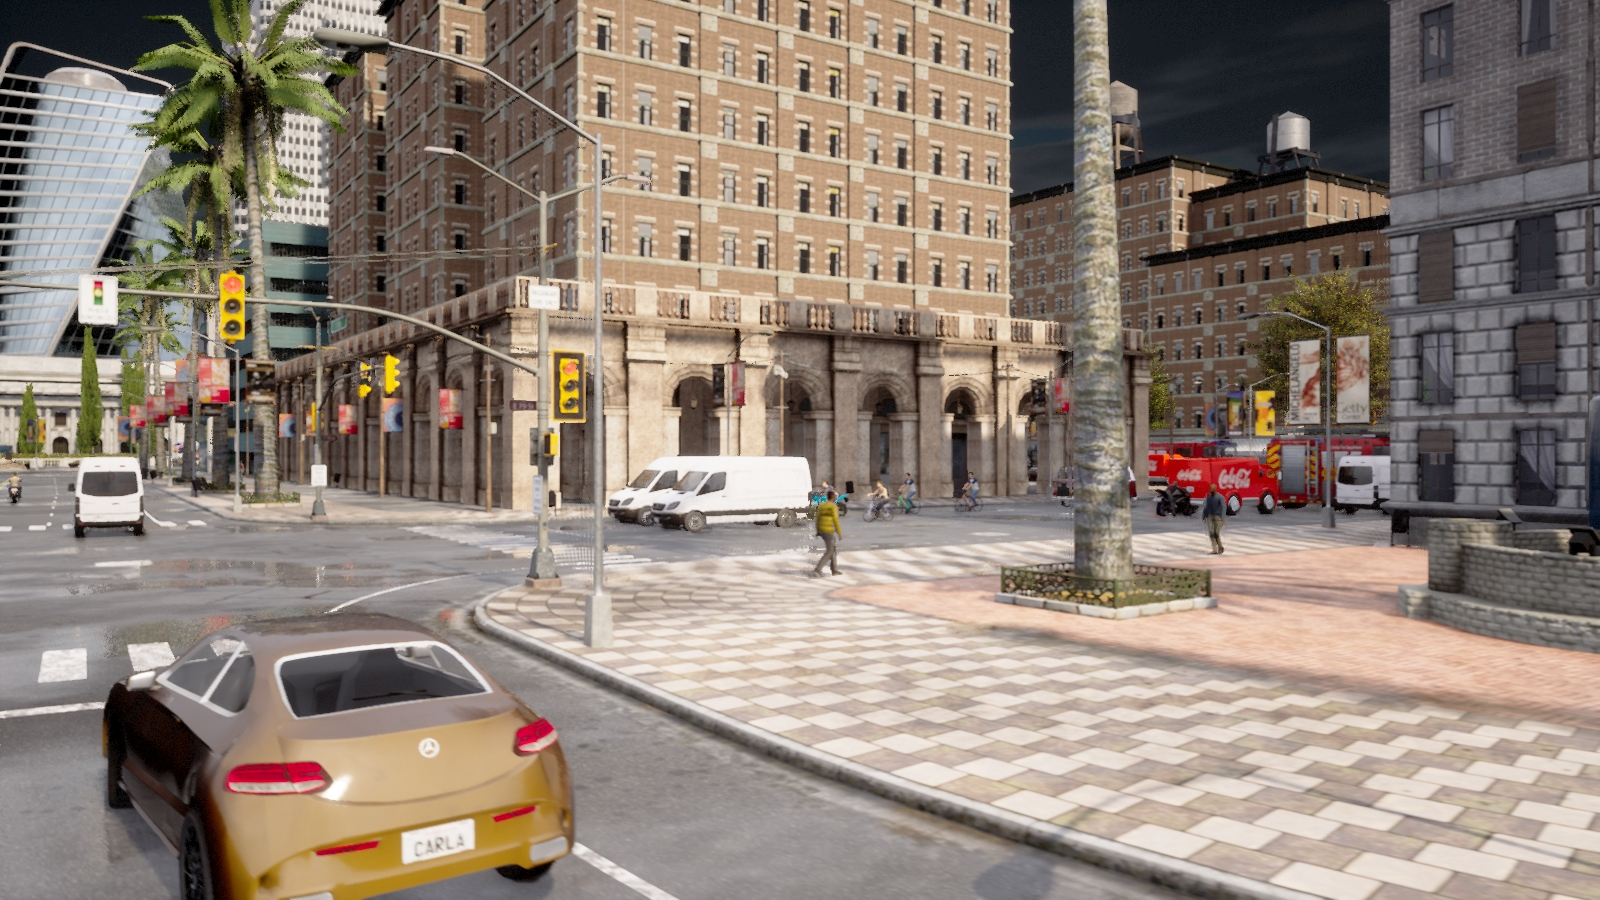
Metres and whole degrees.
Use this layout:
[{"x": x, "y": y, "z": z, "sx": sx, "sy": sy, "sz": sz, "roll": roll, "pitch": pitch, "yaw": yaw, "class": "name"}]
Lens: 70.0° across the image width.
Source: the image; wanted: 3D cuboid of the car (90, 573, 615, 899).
[{"x": -3.515, "y": 1.990, "z": 8.209, "sx": 2.152, "sy": 1.651, "sz": 5.027, "roll": 0, "pitch": 0, "yaw": -38, "class": "car"}]

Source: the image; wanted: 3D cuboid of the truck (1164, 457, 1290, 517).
[{"x": 18.770, "y": 1.566, "z": 50.213, "sx": 5.204, "sy": 2.467, "sz": 2.627, "roll": 0, "pitch": 0, "yaw": -33, "class": "truck"}]

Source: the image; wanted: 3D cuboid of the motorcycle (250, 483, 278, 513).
[{"x": -24.726, "y": 2.195, "z": 52.669, "sx": 0.867, "sy": 1.251, "sz": 2.209, "roll": 0, "pitch": 0, "yaw": -33, "class": "motorcycle"}]

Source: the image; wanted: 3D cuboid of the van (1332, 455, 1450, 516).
[{"x": 26.414, "y": 1.535, "z": 50.988, "sx": 5.915, "sy": 2.561, "sz": 1.988, "roll": 0, "pitch": 0, "yaw": -33, "class": "van"}]

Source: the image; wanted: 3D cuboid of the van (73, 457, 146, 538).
[{"x": -23.812, "y": 1.526, "z": 39.297, "sx": 1.988, "sy": 2.561, "sz": 5.915, "roll": 0, "pitch": 0, "yaw": -33, "class": "van"}]

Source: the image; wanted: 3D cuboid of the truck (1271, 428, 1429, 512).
[{"x": 26.572, "y": 0.892, "z": 55.046, "sx": 8.468, "sy": 3.827, "sz": 2.891, "roll": 0, "pitch": 0, "yaw": -33, "class": "truck"}]

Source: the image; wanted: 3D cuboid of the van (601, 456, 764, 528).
[{"x": -4.430, "y": 1.530, "z": 43.574, "sx": 5.915, "sy": 2.561, "sz": 1.988, "roll": 0, "pitch": 0, "yaw": -32, "class": "van"}]

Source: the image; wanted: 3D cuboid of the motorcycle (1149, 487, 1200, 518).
[{"x": 15.848, "y": 2.203, "z": 48.314, "sx": 2.209, "sy": 1.251, "sz": 0.867, "roll": 0, "pitch": 0, "yaw": -33, "class": "motorcycle"}]

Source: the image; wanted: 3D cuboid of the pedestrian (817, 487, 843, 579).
[{"x": 0.617, "y": 1.694, "z": 23.578, "sx": 0.375, "sy": 1.860, "sz": 0.375, "roll": 0, "pitch": 0, "yaw": -37, "class": "pedestrian"}]

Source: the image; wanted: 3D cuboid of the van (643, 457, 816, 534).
[{"x": -2.453, "y": 1.530, "z": 40.661, "sx": 5.915, "sy": 2.561, "sz": 1.988, "roll": 0, "pitch": 0, "yaw": -33, "class": "van"}]

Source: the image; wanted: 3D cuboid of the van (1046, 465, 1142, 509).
[{"x": 14.364, "y": 1.783, "z": 55.721, "sx": 4.480, "sy": 2.038, "sz": 2.069, "roll": 1, "pitch": 0, "yaw": -33, "class": "van"}]

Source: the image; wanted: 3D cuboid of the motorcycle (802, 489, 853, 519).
[{"x": 1.138, "y": 2.208, "z": 47.133, "sx": 2.033, "sy": 1.145, "sz": 0.803, "roll": 0, "pitch": 0, "yaw": -33, "class": "motorcycle"}]

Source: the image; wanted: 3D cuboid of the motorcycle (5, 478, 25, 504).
[{"x": -41.643, "y": 2.156, "z": 60.629, "sx": 0.764, "sy": 1.277, "sz": 2.356, "roll": 0, "pitch": 0, "yaw": -33, "class": "motorcycle"}]

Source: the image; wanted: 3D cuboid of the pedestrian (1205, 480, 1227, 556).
[{"x": 10.407, "y": 1.695, "z": 28.550, "sx": 0.375, "sy": 1.860, "sz": 0.375, "roll": 0, "pitch": 0, "yaw": -38, "class": "pedestrian"}]

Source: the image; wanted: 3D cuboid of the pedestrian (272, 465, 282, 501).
[{"x": -27.067, "y": 1.686, "z": 59.155, "sx": 0.375, "sy": 1.860, "sz": 0.375, "roll": 0, "pitch": 0, "yaw": -44, "class": "pedestrian"}]

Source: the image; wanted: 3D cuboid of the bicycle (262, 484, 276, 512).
[{"x": -24.369, "y": 2.196, "z": 52.400, "sx": 0.373, "sy": 1.196, "sz": 1.643, "roll": 0, "pitch": 0, "yaw": -33, "class": "bicycle"}]
